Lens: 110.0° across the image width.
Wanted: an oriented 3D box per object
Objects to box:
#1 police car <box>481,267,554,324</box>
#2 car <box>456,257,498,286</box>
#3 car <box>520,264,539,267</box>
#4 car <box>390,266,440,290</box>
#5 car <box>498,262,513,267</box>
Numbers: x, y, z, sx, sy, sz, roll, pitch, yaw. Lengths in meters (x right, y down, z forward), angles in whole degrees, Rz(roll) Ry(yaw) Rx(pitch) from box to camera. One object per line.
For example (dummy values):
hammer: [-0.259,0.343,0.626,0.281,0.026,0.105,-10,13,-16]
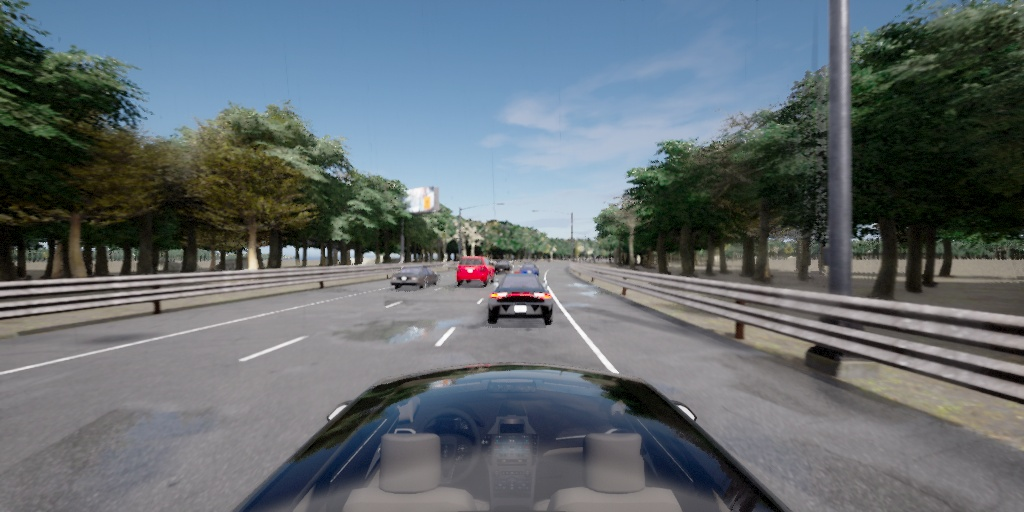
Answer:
police car: [0.300,1.303,12.375,2.038,1.542,4.974,0,0,1]
car: [-2.574,1.078,26.177,2.150,2.045,5.566,0,0,4]
car: [1.821,1.477,37.472,1.994,1.385,4.181,0,0,5]
car: [-6.237,1.388,23.677,2.033,1.411,5.357,0,0,3]
car: [-0.994,1.420,44.494,1.882,1.535,5.008,0,0,6]
